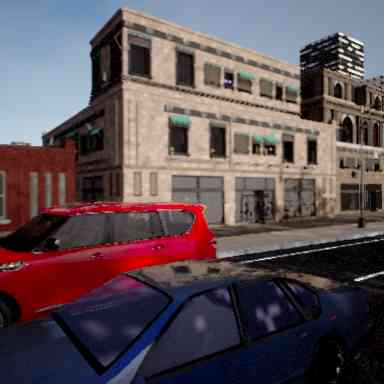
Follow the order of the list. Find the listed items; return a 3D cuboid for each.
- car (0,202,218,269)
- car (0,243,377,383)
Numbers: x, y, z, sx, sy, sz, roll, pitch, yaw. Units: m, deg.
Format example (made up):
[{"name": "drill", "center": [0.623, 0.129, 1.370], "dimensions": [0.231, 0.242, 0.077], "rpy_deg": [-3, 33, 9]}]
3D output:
[{"name": "car", "center": [-2.014, 1.228, 6.243], "dimensions": [5.566, 2.045, 2.150], "rpy_deg": [0, 0, -36]}, {"name": "car", "center": [-0.076, 1.554, 3.633], "dimensions": [5.357, 1.411, 2.033], "rpy_deg": [0, 0, -36]}]
